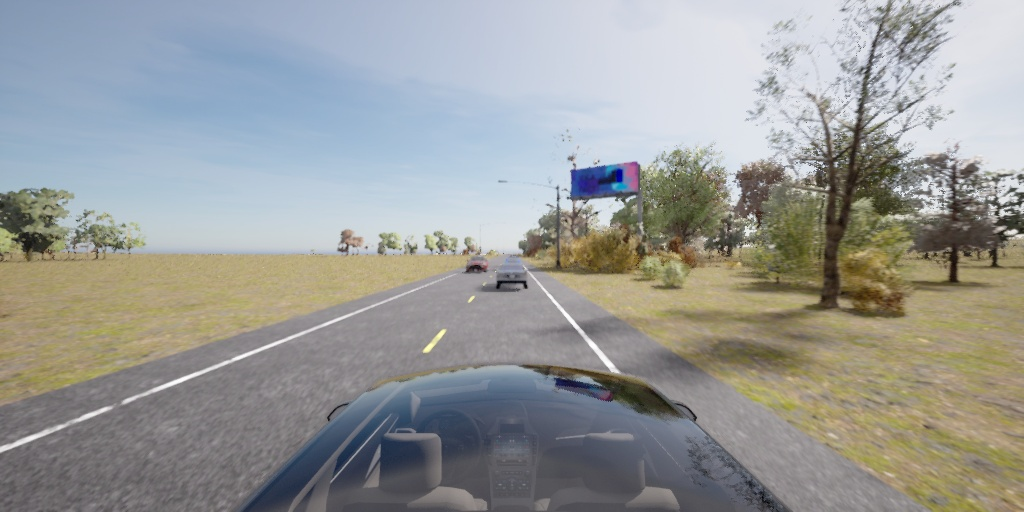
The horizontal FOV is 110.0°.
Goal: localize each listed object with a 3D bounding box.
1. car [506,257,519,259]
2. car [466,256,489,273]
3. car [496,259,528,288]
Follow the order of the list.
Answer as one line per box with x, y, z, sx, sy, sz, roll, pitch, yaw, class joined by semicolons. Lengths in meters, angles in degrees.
0.061;0.839;41.134;1.882;1.535;5.008;0;1;0;car
-3.524;0.759;37.132;2.097;1.767;4.553;0;1;0;car
0.012;1.101;21.650;2.033;1.411;5.357;0;1;0;car
